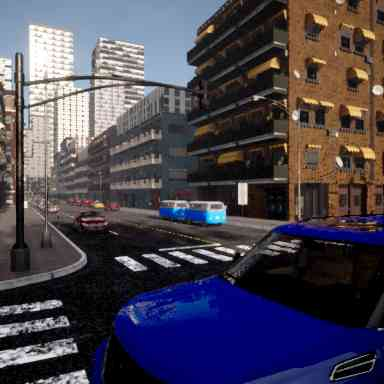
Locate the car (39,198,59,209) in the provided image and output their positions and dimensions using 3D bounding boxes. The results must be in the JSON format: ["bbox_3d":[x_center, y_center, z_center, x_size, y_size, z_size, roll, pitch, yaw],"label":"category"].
[{"bbox_3d":[-21.954,2.151,51.015,1.967,1.590,4.097,-1,0,-27],"label":"car"}]

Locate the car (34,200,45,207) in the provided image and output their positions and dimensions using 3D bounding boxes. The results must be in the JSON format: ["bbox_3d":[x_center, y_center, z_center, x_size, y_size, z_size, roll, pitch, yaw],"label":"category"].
[{"bbox_3d":[-34.863,2.621,75.869,2.008,1.369,4.403,-1,0,-27],"label":"car"}]

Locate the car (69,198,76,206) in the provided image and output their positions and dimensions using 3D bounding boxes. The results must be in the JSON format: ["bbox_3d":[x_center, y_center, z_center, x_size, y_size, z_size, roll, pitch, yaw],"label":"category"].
[{"bbox_3d":[-27.407,2.352,79.700,2.192,1.841,5.009,-1,0,-27],"label":"car"}]

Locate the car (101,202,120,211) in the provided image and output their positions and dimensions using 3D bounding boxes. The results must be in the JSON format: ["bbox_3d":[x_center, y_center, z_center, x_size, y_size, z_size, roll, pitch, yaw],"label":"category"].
[{"bbox_3d":[-11.950,2.188,49.852,1.802,1.307,4.206,-1,0,-27],"label":"car"}]

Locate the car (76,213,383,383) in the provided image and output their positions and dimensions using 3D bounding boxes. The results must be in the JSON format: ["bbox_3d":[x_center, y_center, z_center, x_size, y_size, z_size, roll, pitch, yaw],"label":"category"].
[{"bbox_3d":[1.822,1.322,3.660,5.566,2.045,2.150,0,-1,-27],"label":"car"}]

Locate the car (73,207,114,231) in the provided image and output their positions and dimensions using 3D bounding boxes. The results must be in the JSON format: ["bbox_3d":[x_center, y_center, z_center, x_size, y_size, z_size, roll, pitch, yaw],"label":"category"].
[{"bbox_3d":[-6.499,1.864,21.167,1.802,1.307,4.206,-1,0,-27],"label":"car"}]

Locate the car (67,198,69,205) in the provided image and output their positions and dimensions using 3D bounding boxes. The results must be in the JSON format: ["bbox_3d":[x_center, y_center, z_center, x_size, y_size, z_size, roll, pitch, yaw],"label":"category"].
[{"bbox_3d":[-32.557,2.496,89.650,2.192,1.841,5.009,-1,0,-27],"label":"car"}]

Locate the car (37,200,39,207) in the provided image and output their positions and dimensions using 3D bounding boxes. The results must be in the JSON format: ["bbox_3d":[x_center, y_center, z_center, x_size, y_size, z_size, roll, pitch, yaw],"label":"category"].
[{"bbox_3d":[-24.526,2.333,55.989,2.008,1.369,4.403,-1,0,-27],"label":"car"}]

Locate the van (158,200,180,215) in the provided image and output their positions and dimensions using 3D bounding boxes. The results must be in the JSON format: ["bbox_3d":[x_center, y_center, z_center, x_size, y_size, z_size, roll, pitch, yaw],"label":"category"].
[{"bbox_3d":[-1.653,1.662,29.955,1.690,1.788,3.998,-1,0,-27],"label":"van"}]

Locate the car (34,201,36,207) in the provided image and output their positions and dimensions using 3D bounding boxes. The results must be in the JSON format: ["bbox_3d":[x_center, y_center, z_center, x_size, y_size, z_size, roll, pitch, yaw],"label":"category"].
[{"bbox_3d":[-32.278,2.313,70.903,2.192,1.841,5.009,-1,0,-27],"label":"car"}]

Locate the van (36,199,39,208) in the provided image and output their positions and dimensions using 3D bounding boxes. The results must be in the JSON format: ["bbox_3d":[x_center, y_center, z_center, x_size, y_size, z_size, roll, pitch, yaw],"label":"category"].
[{"bbox_3d":[-27.106,2.196,60.964,1.690,1.788,3.998,-1,0,-27],"label":"van"}]

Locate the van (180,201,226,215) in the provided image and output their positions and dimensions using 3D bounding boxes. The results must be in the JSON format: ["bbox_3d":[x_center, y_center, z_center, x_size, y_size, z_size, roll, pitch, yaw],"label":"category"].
[{"bbox_3d":[0.922,1.590,24.979,1.690,1.788,3.998,-1,0,-27],"label":"van"}]

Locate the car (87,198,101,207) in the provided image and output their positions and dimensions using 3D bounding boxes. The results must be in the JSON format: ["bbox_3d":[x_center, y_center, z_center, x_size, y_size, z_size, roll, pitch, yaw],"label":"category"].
[{"bbox_3d":[-17.179,2.277,59.953,1.752,1.417,4.829,-1,0,-27],"label":"car"}]

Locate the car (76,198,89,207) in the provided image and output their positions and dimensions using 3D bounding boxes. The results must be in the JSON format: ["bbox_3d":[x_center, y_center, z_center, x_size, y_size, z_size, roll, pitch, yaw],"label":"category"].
[{"bbox_3d":[-22.256,2.208,69.751,2.192,1.841,5.009,-1,0,-27],"label":"car"}]

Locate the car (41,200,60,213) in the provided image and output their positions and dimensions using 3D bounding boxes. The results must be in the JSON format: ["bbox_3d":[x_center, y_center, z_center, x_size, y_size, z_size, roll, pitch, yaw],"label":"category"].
[{"bbox_3d":[-19.376,2.221,46.040,1.802,1.307,4.206,-1,0,-27],"label":"car"}]
